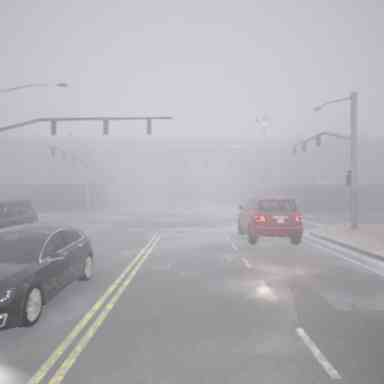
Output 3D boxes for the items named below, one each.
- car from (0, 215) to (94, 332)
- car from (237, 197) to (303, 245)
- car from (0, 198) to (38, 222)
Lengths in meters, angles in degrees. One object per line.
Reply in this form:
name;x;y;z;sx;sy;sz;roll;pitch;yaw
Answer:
car;-3.539;1.509;7.088;1.837;1.490;4.892;0;1;1
car;3.528;1.238;15.852;2.150;2.045;5.566;0;0;0
car;-7.000;1.232;10.784;2.150;2.045;5.566;0;0;0
